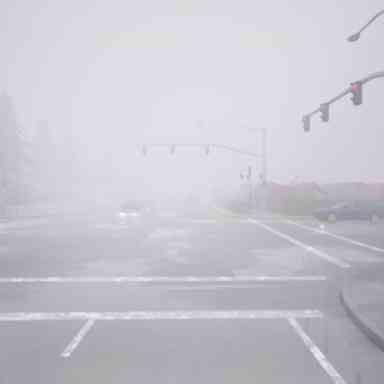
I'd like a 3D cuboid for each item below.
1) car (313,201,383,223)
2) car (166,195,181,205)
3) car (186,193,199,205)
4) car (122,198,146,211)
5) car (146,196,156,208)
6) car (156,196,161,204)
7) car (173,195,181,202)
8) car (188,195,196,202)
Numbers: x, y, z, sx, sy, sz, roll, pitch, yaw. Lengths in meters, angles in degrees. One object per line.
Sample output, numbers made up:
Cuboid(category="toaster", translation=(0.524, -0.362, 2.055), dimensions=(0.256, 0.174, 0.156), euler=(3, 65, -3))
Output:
Cuboid(category="car", translation=(11.515, 1.433, 24.431), dimensions=(5.008, 1.535, 1.882), euler=(0, 0, 0))
Cuboid(category="car", translation=(-3.419, 1.378, 58.629), dimensions=(2.097, 1.767, 4.553), euler=(0, 0, 0))
Cuboid(category="car", translation=(0.082, 1.248, 58.216), dimensions=(2.150, 2.045, 5.566), euler=(0, 0, 0))
Cuboid(category="car", translation=(-7.103, 1.619, 39.895), dimensions=(1.895, 1.301, 4.718), euler=(0, 0, 0))
Cuboid(category="car", translation=(-7.097, 1.570, 50.305), dimensions=(2.033, 1.411, 5.357), euler=(0, 0, 0))
Cuboid(category="car", translation=(-7.055, 1.507, 64.151), dimensions=(1.882, 1.535, 5.008), euler=(0, 0, 0))
Cuboid(category="car", translation=(-3.524, 1.513, 78.977), dimensions=(1.882, 1.535, 5.008), euler=(0, 0, 0))
Cuboid(category="car", translation=(-0.024, 1.536, 78.895), dimensions=(1.837, 1.490, 4.892), euler=(0, 0, 0))
